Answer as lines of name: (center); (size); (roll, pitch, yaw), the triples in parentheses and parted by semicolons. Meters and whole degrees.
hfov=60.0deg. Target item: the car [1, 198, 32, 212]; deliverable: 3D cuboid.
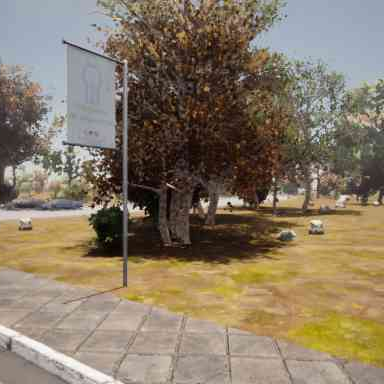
car: (-20.157, 1.487, 39.846); (2.128, 1.511, 4.902); (0, 0, 38)

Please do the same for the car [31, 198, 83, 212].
car: (-15.769, 1.537, 39.732); (2.033, 1.411, 5.357); (0, 0, 38)
